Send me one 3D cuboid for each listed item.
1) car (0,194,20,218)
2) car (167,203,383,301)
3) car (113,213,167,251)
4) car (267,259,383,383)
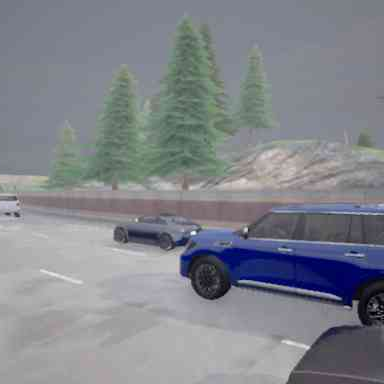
[{"bbox_3d":[-17.017,1.210,29.658,2.150,2.045,5.566,0,0,-41],"label":"car"},{"bbox_3d":[2.352,1.235,6.683,5.566,2.045,2.150,0,0,37],"label":"car"},{"bbox_3d":[-1.474,1.576,14.251,4.181,1.385,1.994,0,0,39],"label":"car"},{"bbox_3d":[3.199,1.558,1.688,5.357,1.411,2.033,0,0,36],"label":"car"}]
